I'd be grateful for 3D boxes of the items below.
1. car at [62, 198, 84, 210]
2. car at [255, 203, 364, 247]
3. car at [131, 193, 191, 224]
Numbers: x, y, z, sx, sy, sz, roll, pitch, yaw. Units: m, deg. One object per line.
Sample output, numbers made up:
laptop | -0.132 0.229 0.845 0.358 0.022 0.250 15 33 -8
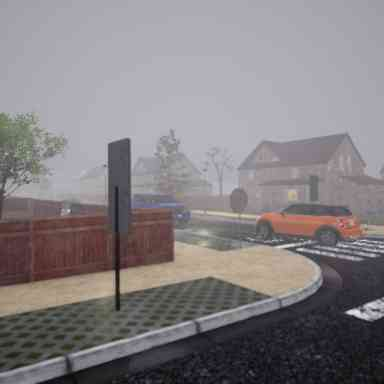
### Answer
car | -14.243 1.374 39.585 1.994 1.385 4.181 0 0 -35
car | 5.062 1.277 14.970 2.097 1.767 4.553 1 0 -41
car | -2.344 1.117 22.932 2.150 2.045 5.566 0 0 -36
